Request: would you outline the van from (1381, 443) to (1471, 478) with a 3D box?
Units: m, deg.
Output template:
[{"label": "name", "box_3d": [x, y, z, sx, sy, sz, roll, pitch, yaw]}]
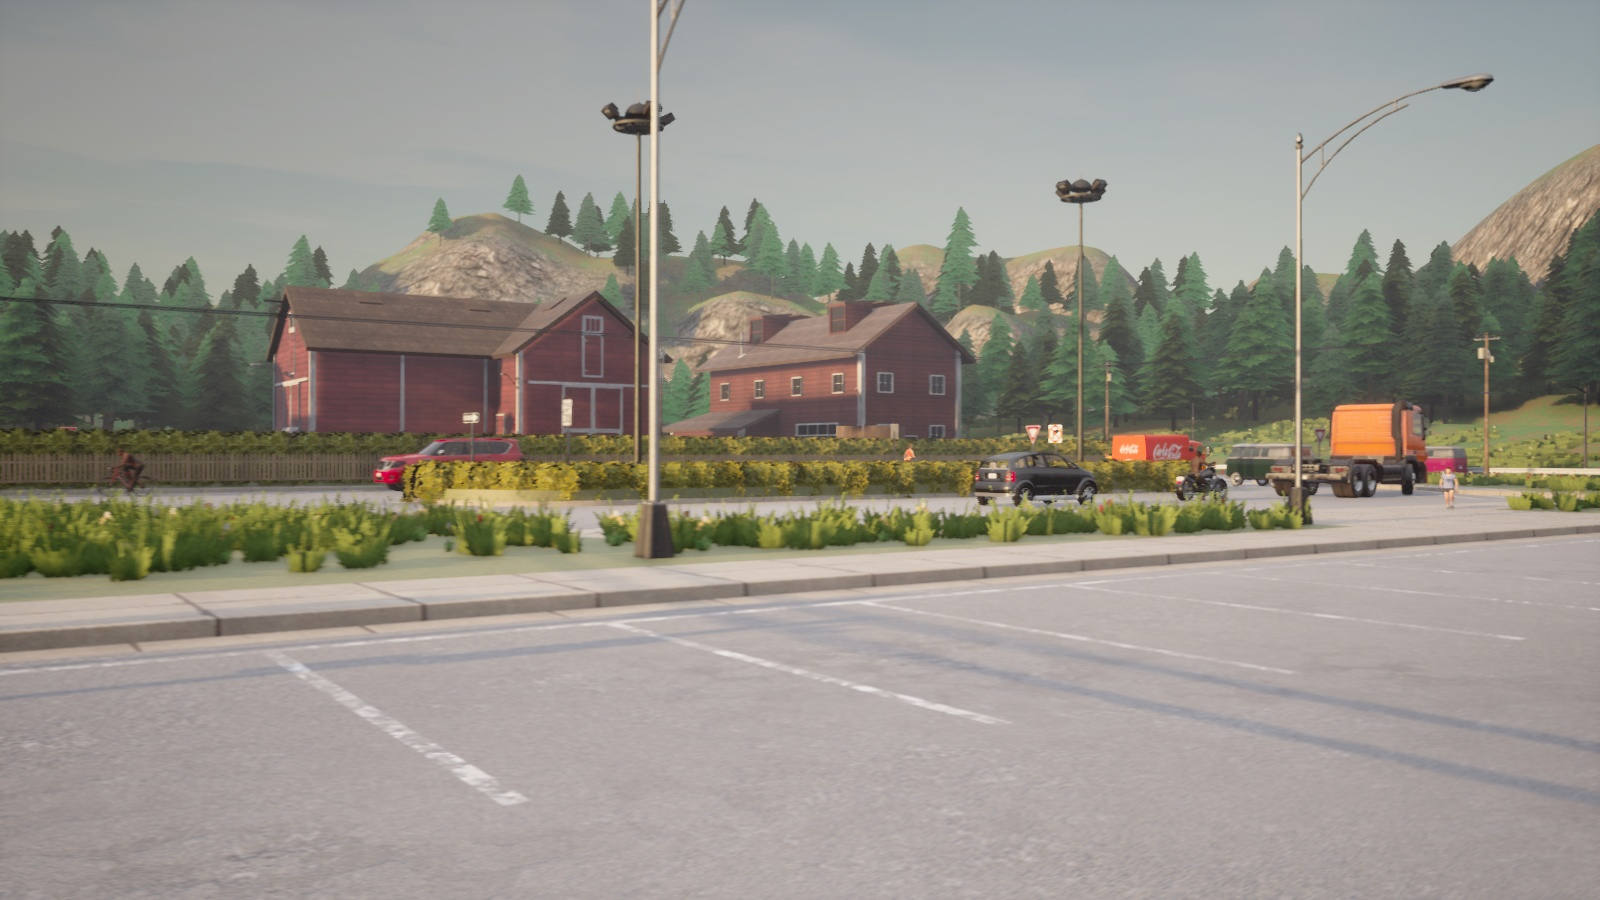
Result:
[{"label": "van", "box_3d": [36.902, 0.601, 74.140, 1.775, 1.987, 4.442, 0, 0, -34]}]

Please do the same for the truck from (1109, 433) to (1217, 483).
[{"label": "truck", "box_3d": [18.712, 0.378, 64.719, 5.204, 2.467, 2.627, 0, 0, -34]}]

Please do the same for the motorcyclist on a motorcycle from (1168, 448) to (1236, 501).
[{"label": "motorcyclist on a motorcycle", "box_3d": [12.748, 0.766, 39.806, 2.350, 1.649, 0.766, 0, 0, -34]}]

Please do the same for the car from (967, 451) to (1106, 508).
[{"label": "car", "box_3d": [6.727, 0.797, 35.682, 3.705, 1.549, 1.789, 0, 0, -34]}]

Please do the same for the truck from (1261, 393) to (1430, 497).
[{"label": "truck", "box_3d": [19.854, -0.168, 45.434, 7.936, 3.462, 2.891, 0, 0, -45]}]

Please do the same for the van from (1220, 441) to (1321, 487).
[{"label": "van", "box_3d": [21.121, 0.592, 56.611, 1.775, 1.987, 4.442, 0, 0, -21]}]

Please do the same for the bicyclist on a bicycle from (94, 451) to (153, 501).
[{"label": "bicyclist on a bicycle", "box_3d": [-22.195, 0.846, 41.222, 1.656, 1.620, 0.582, 0, 0, -34]}]

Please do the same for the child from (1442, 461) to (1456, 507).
[{"label": "child", "box_3d": [15.864, 0.823, 30.699, 0.255, 1.110, 0.394, 0, 0, 32]}]

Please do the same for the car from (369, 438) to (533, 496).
[{"label": "car", "box_3d": [-13.135, 0.608, 47.363, 5.566, 2.045, 2.150, 0, 0, -34]}]
